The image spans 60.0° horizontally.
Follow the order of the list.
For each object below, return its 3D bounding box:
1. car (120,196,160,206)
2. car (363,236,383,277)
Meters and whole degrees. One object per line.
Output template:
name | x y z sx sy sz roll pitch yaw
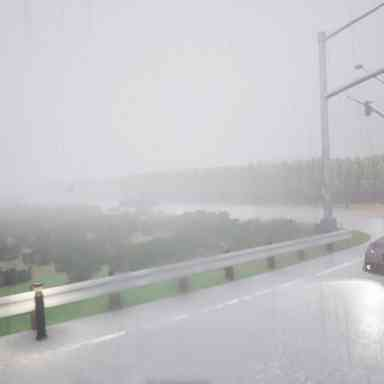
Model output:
car | -5.210 1.012 32.875 1.895 1.301 4.718 -5 3 -41
car | 6.198 1.333 8.537 4.181 1.385 1.994 -5 3 -37
